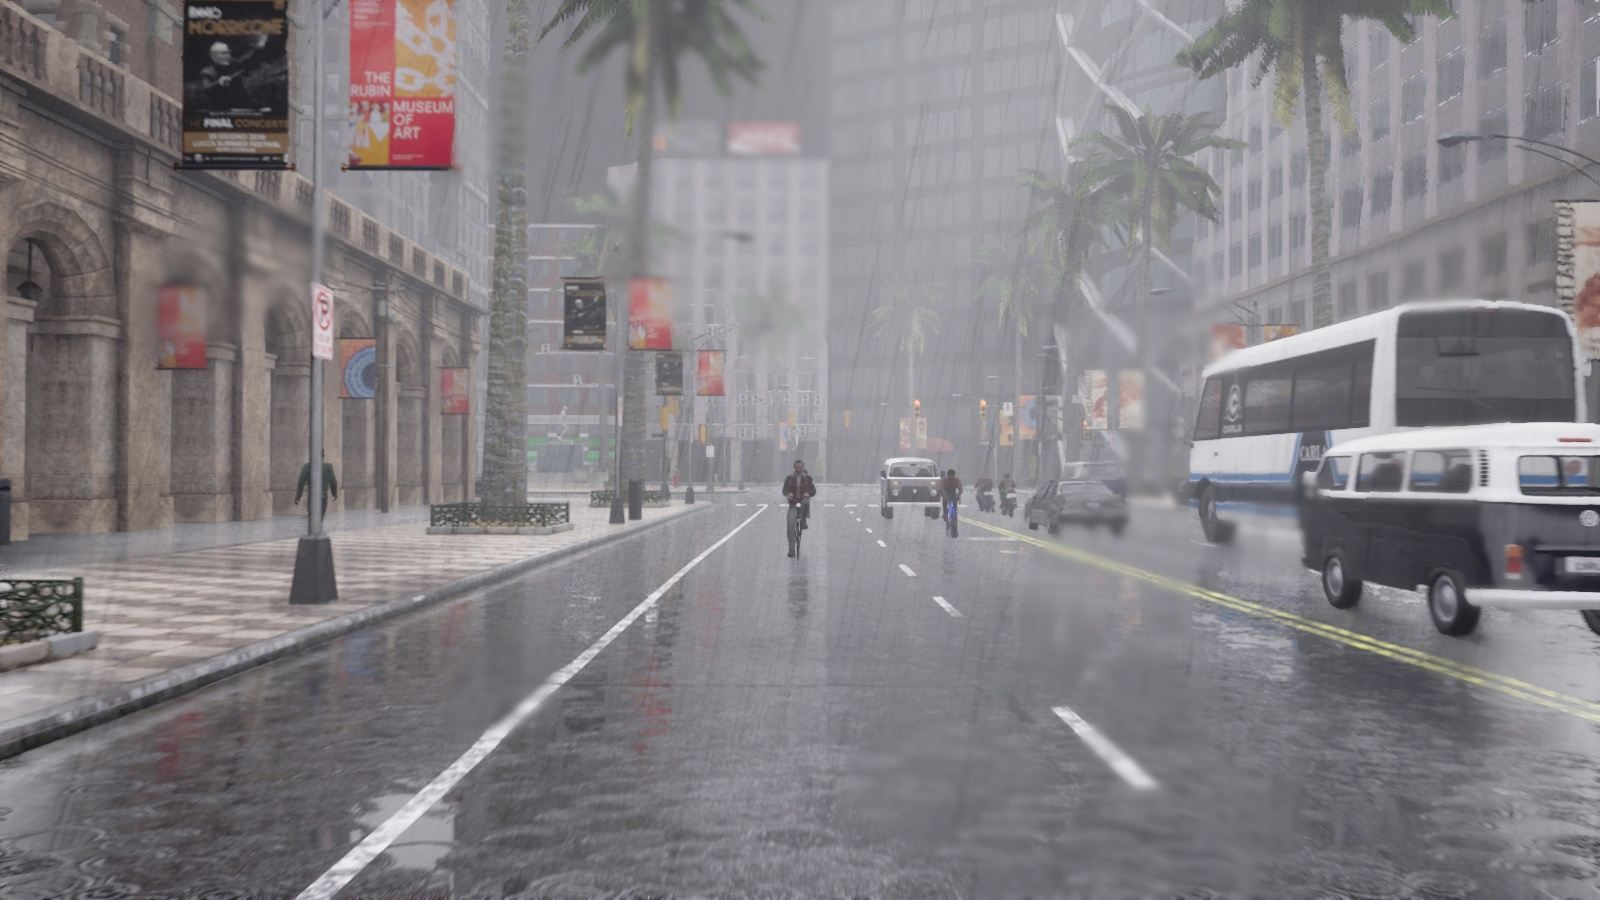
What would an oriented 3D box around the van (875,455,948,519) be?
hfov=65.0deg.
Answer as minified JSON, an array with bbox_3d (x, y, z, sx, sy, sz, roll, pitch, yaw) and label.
[{"bbox_3d":[3.665,1.230,42.026,2.069,2.038,4.480,0,-1,0],"label":"van"}]

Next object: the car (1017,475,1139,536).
[{"bbox_3d":[7.085,1.379,32.582,2.033,1.411,5.357,0,-1,1],"label":"car"}]

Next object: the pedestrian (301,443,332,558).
[{"bbox_3d":[-8.399,0.870,21.828,0.423,1.949,0.788,0,-1,-14],"label":"pedestrian"}]

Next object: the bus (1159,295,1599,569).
[{"bbox_3d":[10.492,-0.190,24.700,3.944,4.253,10.273,0,-1,0],"label":"bus"}]

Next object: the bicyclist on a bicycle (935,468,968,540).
[{"bbox_3d":[3.552,1.248,29.542,0.582,1.620,1.656,0,-1,1],"label":"bicyclist on a bicycle"}]

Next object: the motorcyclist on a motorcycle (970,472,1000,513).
[{"bbox_3d":[7.230,1.644,49.162,0.866,1.530,2.191,0,-1,0],"label":"motorcyclist on a motorcycle"}]

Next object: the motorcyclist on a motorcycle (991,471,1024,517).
[{"bbox_3d":[7.178,1.497,43.491,0.797,1.523,2.044,0,-1,0],"label":"motorcyclist on a motorcycle"}]

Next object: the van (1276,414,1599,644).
[{"bbox_3d":[6.967,0.734,13.372,2.069,2.038,4.480,0,-1,0],"label":"van"}]

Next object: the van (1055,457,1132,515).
[{"bbox_3d":[10.699,1.296,46.075,1.775,1.987,4.442,0,-1,0],"label":"van"}]

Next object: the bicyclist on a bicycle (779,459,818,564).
[{"bbox_3d":[-0.023,1.057,22.206,0.659,1.776,1.843,0,-1,0],"label":"bicyclist on a bicycle"}]
